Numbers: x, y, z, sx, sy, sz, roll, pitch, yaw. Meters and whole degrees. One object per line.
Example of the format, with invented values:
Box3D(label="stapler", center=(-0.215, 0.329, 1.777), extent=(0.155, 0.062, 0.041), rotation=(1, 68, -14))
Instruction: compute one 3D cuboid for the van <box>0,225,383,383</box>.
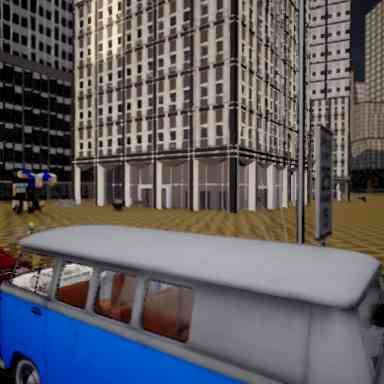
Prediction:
Box3D(label="van", center=(-0.266, 1.301, 3.199), extent=(3.998, 1.788, 1.690), rotation=(1, 1, 35))
